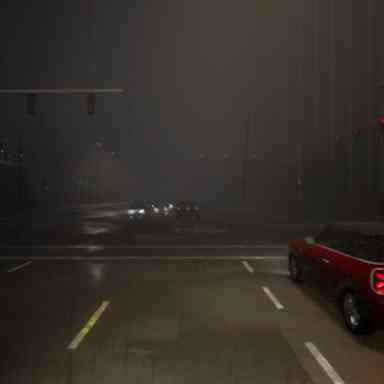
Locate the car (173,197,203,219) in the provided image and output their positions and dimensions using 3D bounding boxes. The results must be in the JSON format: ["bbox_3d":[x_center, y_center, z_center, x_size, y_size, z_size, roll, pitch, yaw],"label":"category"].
[{"bbox_3d":[-0.418,1.494,30.658,2.097,1.767,4.553,0,0,-1],"label":"car"}]

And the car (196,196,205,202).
[{"bbox_3d":[2.079,1.834,83.495,2.033,1.411,5.357,0,0,-1],"label":"car"}]

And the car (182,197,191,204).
[{"bbox_3d":[-1.258,1.809,73.192,1.882,1.535,5.008,0,0,-1],"label":"car"}]

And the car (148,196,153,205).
[{"bbox_3d":[-8.146,1.653,65.061,2.097,1.767,4.553,0,0,0],"label":"car"}]

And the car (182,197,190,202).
[{"bbox_3d":[-1.421,1.889,83.470,1.895,1.301,4.718,0,0,-1],"label":"car"}]

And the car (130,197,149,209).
[{"bbox_3d":[-7.940,1.829,49.405,1.895,1.301,4.718,0,0,-1],"label":"car"}]

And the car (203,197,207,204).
[{"bbox_3d":[2.242,1.856,73.276,1.812,1.442,4.674,0,0,-1],"label":"car"}]

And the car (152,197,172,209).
[{"bbox_3d":[-4.446,1.755,49.701,1.812,1.442,4.674,0,0,-1],"label":"car"}]

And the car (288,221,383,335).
[{"bbox_3d":[3.560,1.385,6.930,2.097,1.767,4.553,0,0,0],"label":"car"}]

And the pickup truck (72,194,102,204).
[{"bbox_3d":[-21.295,1.372,67.767,2.390,2.098,6.274,0,0,30],"label":"pickup truck"}]
